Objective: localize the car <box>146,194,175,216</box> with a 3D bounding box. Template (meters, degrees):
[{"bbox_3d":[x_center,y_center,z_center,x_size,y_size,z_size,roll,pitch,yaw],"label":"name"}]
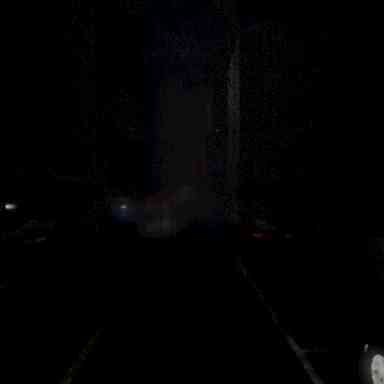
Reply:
[{"bbox_3d":[-3.045,1.327,31.521,2.097,1.767,4.553,0,0,1],"label":"car"}]

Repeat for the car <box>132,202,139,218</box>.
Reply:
[{"bbox_3d":[-5.761,1.561,29.842,1.802,1.307,4.206,0,0,0],"label":"car"}]

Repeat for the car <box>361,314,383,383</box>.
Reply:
[{"bbox_3d":[2.761,1.555,2.072,2.008,1.369,4.403,0,0,0],"label":"car"}]

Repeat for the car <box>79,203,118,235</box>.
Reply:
[{"bbox_3d":[-5.761,1.548,18.739,1.887,1.381,4.507,0,0,0],"label":"car"}]

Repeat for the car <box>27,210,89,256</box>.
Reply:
[{"bbox_3d":[-5.763,1.593,13.183,1.802,1.307,4.206,0,0,0],"label":"car"}]

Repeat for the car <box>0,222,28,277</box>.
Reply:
[{"bbox_3d":[-5.764,1.594,7.633,1.802,1.307,4.206,0,0,0],"label":"car"}]

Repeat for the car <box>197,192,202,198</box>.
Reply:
[{"bbox_3d":[2.674,1.375,72.767,1.887,1.381,4.507,0,0,0],"label":"car"}]

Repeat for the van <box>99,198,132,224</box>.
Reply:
[{"bbox_3d":[-5.760,1.333,24.289,1.690,1.788,3.998,0,0,0],"label":"van"}]

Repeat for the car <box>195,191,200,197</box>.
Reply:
[{"bbox_3d":[2.579,1.086,84.053,2.192,1.841,5.009,0,0,0],"label":"car"}]

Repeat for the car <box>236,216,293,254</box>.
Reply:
[{"bbox_3d":[2.764,1.593,13.179,1.802,1.307,4.206,0,0,0],"label":"car"}]

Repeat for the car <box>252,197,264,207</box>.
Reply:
[{"bbox_3d":[12.664,1.460,54.457,5.566,2.045,2.150,-1,0,0],"label":"car"}]

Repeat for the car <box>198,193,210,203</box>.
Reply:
[{"bbox_3d":[2.722,1.424,67.123,1.947,1.339,4.313,0,0,0],"label":"car"}]
